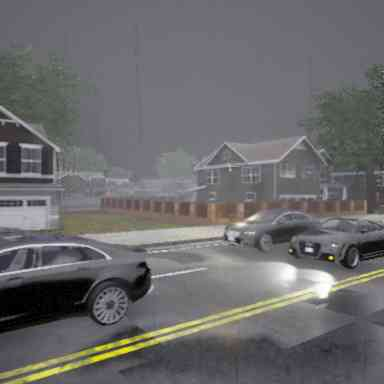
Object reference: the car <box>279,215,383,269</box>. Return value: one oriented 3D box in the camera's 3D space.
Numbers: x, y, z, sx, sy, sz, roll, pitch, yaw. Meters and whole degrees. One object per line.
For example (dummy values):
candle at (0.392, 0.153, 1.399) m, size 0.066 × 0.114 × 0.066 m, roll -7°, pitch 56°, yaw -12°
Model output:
car at (5.234, 1.592, 11.346) m, size 4.181 × 1.385 × 1.994 m, roll 0°, pitch 0°, yaw -35°

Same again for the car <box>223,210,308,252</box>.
car at (3.511, 1.520, 14.101) m, size 4.902 × 1.511 × 2.128 m, roll 0°, pitch 0°, yaw -35°

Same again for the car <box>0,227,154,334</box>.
car at (-3.011, 1.493, 5.517) m, size 4.902 × 1.511 × 2.128 m, roll 0°, pitch 0°, yaw -35°
